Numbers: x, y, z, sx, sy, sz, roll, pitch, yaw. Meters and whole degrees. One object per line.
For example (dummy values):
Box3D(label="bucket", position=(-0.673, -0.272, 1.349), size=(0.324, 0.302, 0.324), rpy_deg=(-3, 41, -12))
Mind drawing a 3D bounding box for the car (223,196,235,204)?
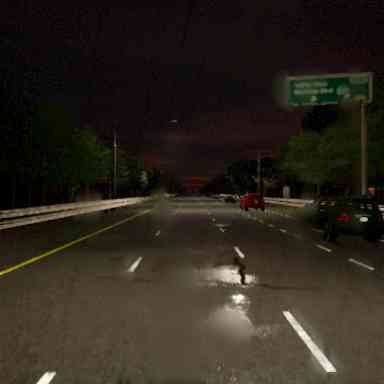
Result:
Box3D(label="car", position=(7.066, 1.494, 63.657), size=(1.837, 1.490, 4.892), rpy_deg=(0, 0, 0))

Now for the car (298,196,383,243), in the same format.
Box3D(label="car", position=(7.010, 1.219, 16.238), size=(2.150, 2.045, 5.566), rpy_deg=(0, 0, 0))

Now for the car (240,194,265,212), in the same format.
Box3D(label="car", position=(7.039, 1.211, 39.073), size=(2.150, 2.045, 5.566), rpy_deg=(0, 0, 0))
